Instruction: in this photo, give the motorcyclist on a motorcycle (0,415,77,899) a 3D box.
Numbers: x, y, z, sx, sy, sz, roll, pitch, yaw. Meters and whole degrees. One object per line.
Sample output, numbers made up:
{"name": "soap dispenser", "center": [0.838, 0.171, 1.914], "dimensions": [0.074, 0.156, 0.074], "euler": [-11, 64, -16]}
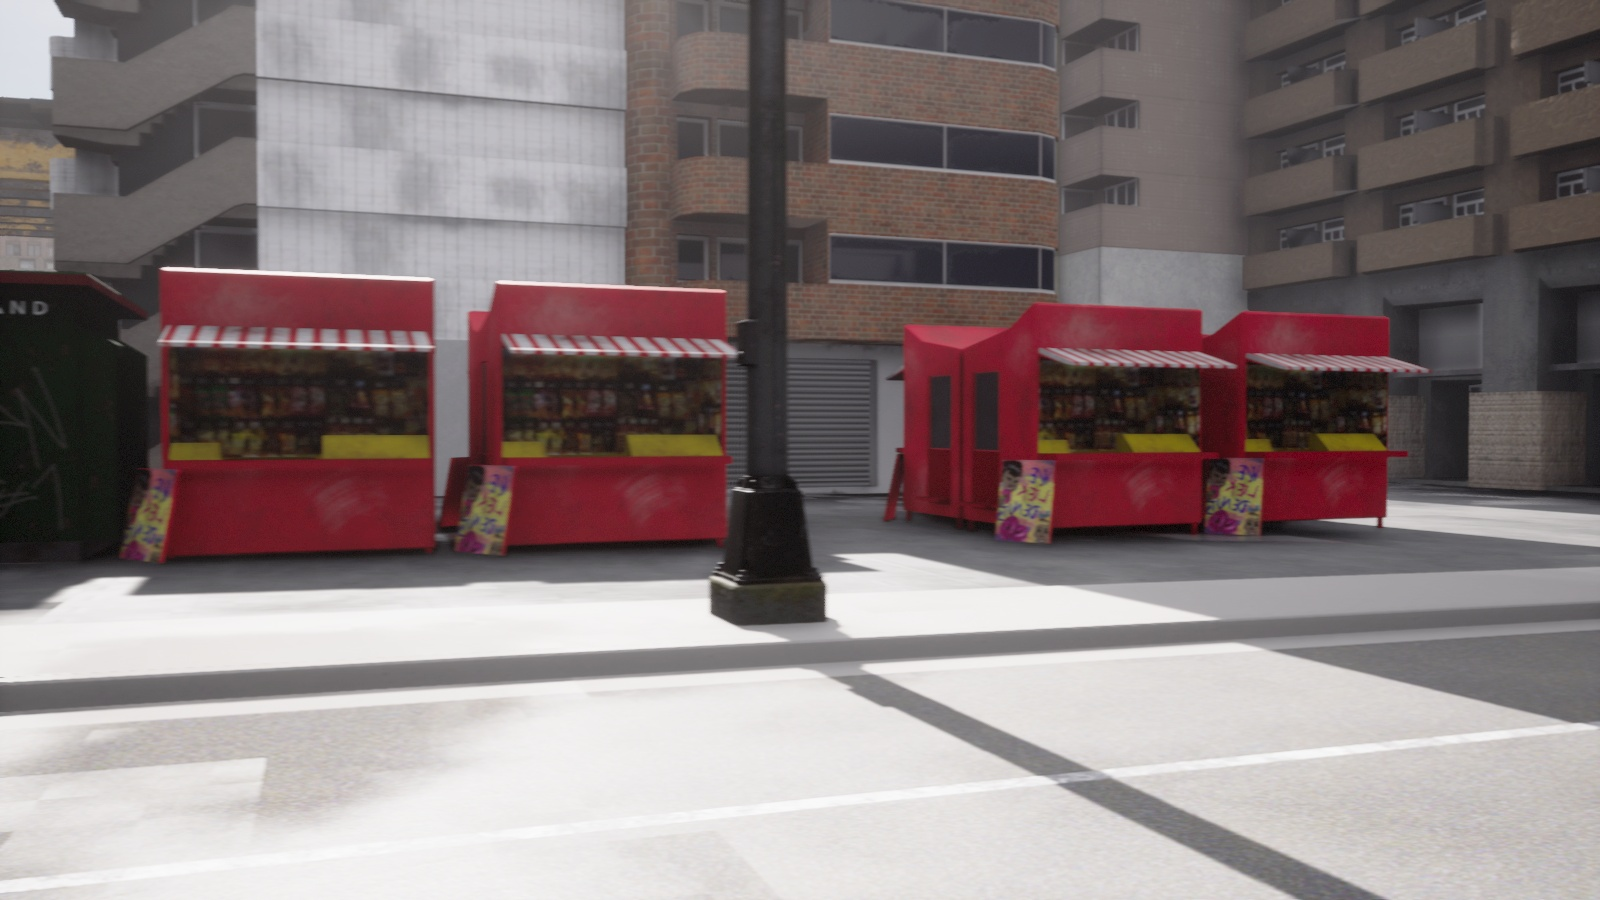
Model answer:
{"name": "motorcyclist on a motorcycle", "center": [-2.450, 0.740, 2.309], "dimensions": [1.817, 1.590, 0.866], "euler": [-1, 1, -21]}
